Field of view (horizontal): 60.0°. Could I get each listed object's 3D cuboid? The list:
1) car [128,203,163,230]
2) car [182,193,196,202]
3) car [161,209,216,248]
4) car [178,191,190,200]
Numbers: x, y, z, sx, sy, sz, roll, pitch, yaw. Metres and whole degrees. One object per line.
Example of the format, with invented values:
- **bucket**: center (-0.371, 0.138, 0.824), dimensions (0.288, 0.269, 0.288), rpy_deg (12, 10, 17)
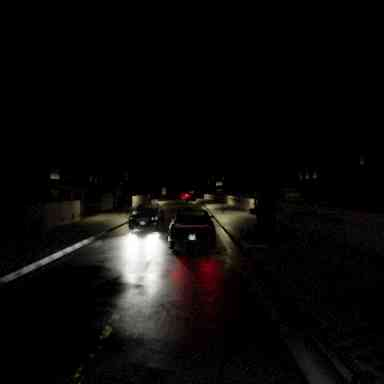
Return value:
- **car**: center (-2.751, 1.482, 21.042), dimensions (2.128, 1.511, 4.902), rpy_deg (0, 0, 1)
- **car**: center (-0.360, 1.450, 72.035), dimensions (1.895, 1.301, 4.718), rpy_deg (0, 0, -7)
- **car**: center (0.012, 1.488, 14.767), dimensions (2.128, 1.511, 4.902), rpy_deg (0, 0, 0)
- **car**: center (-1.858, 0.872, 82.170), dimensions (2.150, 2.045, 5.566), rpy_deg (0, 0, -14)
